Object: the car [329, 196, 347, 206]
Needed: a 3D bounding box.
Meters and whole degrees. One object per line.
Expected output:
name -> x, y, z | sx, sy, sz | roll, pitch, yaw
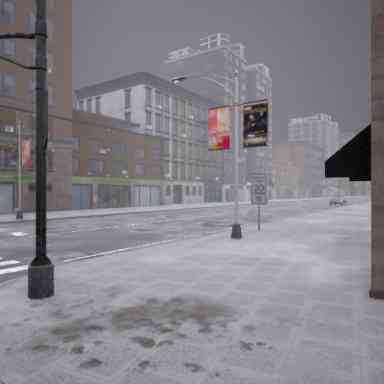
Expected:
car -> 22.651, 1.376, 51.518 | 2.033, 1.411, 5.357 | 0, 0, 34
